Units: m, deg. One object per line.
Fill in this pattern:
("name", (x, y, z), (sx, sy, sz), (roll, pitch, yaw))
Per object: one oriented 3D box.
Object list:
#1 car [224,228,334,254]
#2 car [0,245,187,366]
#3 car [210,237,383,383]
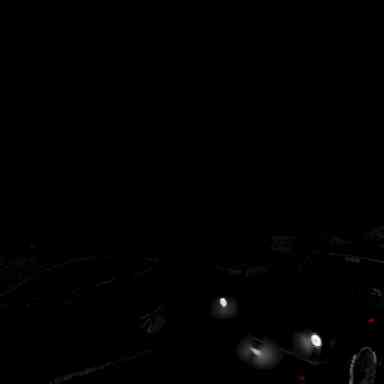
("car", (2.392, 1.582, 8.246), (4.206, 1.307, 1.802), (0, 0, -36))
("car", (-2.086, 1.566, 5.049), (4.313, 1.339, 1.947), (0, 0, -36))
("car", (2.590, 1.601, 5.230), (4.718, 1.301, 1.895), (0, 0, -36))
